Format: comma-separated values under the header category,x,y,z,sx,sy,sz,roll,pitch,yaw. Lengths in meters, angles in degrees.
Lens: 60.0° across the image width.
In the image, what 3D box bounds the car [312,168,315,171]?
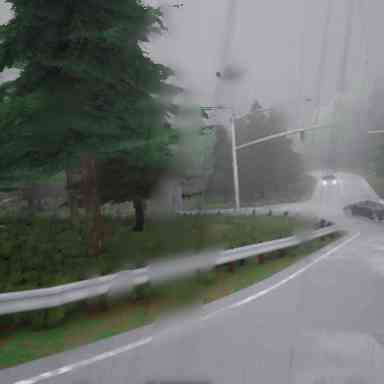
category,x,y,z,sx,sy,sz,roll,pitch,yaw
car,25.946,-5.127,75.504,1.895,1.301,4.718,-4,7,-7

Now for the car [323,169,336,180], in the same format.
category,x,y,z,sx,sy,sz,roll,pitch,yaw
car,24.565,-3.171,59.584,2.097,1.767,4.553,-3,8,21

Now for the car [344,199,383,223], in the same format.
category,x,y,z,sx,sy,sz,roll,pitch,yaw
car,13.714,1.329,25.275,1.837,1.490,4.892,0,4,-12
